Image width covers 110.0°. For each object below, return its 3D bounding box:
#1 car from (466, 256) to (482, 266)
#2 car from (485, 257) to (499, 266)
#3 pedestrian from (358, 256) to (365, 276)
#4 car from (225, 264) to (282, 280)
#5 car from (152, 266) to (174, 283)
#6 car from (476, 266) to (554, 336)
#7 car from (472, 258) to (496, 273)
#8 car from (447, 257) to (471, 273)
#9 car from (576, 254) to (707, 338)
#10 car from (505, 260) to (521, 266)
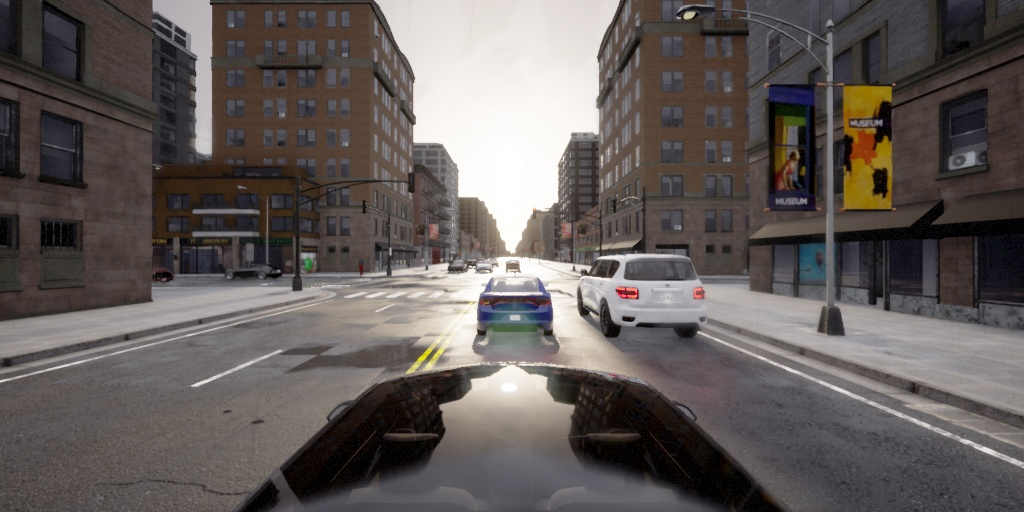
[{"bbox_3d":[-6.559,0.960,58.396,2.150,2.045,5.566,0,0,0],"label":"car"},{"bbox_3d":[-3.281,1.261,62.819,1.812,1.442,4.674,0,0,0],"label":"car"},{"bbox_3d":[-14.129,0.916,33.615,0.375,1.860,0.375,0,0,0],"label":"pedestrian"},{"bbox_3d":[-22.113,1.327,30.782,4.313,1.339,1.948,0,0,0],"label":"car"},{"bbox_3d":[-26.800,1.091,25.324,4.553,1.767,2.097,0,0,0],"label":"car"},{"bbox_3d":[0.085,1.227,10.491,1.882,1.535,5.008,0,0,0],"label":"car"},{"bbox_3d":[-3.330,1.269,43.279,1.812,1.442,4.674,0,0,0],"label":"car"},{"bbox_3d":[-6.577,1.222,43.433,1.882,1.535,5.008,0,1,0],"label":"car"},{"bbox_3d":[3.336,0.971,10.351,2.150,2.045,5.566,0,0,0],"label":"car"},{"bbox_3d":[0.120,1.220,48.130,1.882,1.535,5.008,0,0,0],"label":"car"}]
